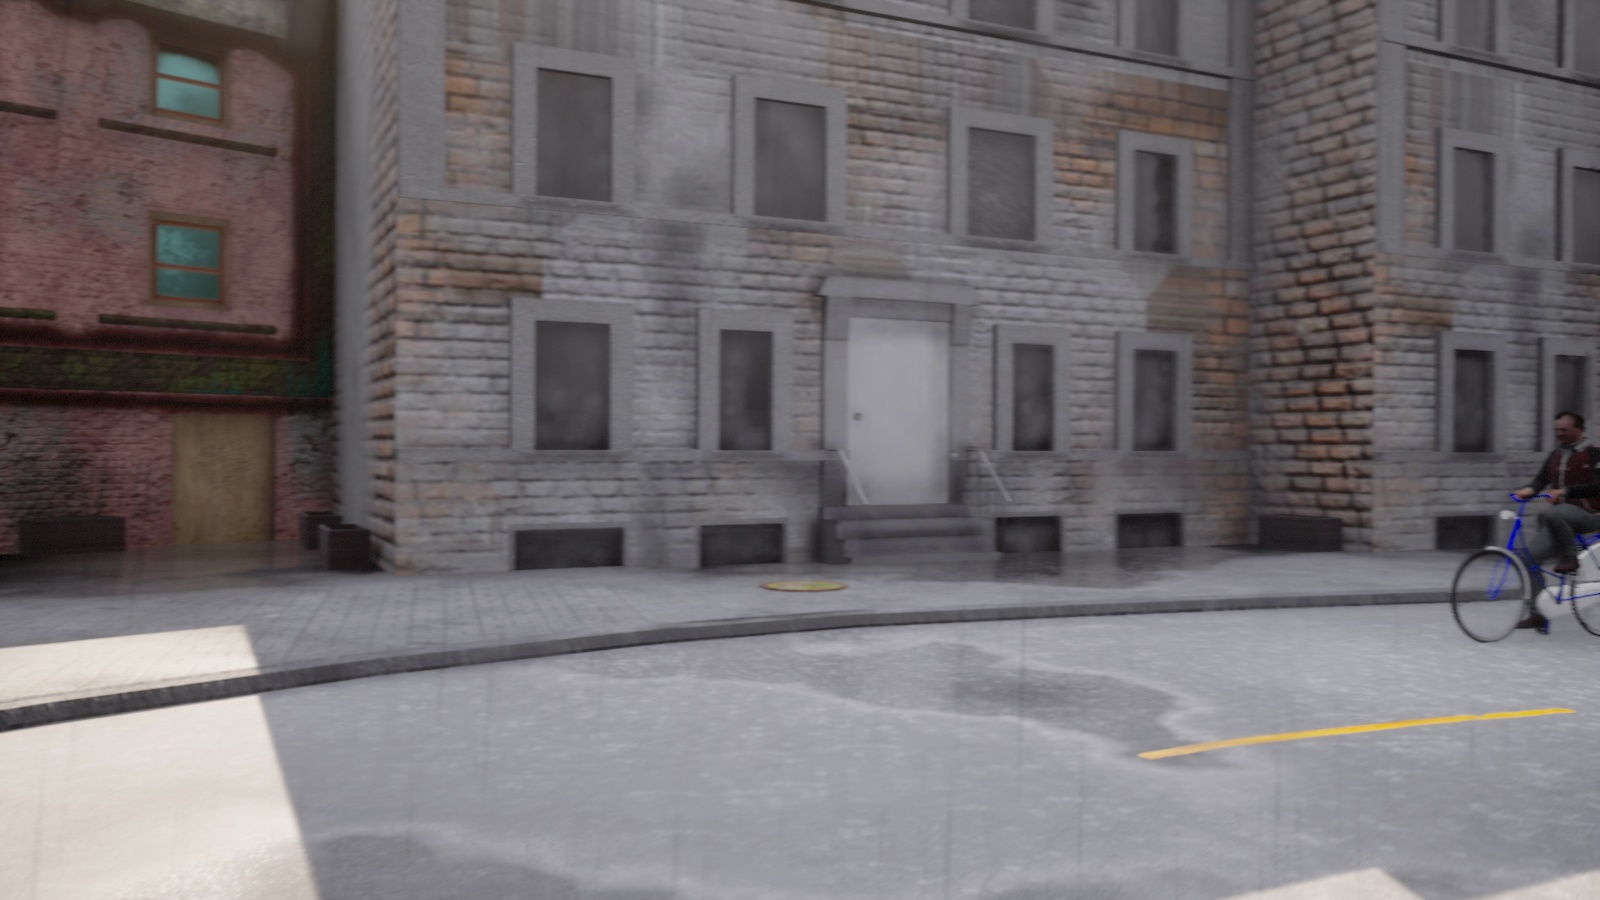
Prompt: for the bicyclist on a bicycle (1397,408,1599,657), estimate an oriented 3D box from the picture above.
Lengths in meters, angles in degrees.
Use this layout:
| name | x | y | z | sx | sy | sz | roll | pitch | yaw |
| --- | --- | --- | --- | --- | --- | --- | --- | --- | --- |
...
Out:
| name | x | y | z | sx | sy | sz | roll | pitch | yaw |
| --- | --- | --- | --- | --- | --- | --- | --- | --- | --- |
| bicyclist on a bicycle | 5.547 | 0.594 | 9.544 | 1.843 | 1.776 | 0.659 | 1 | 0 | -17 |
